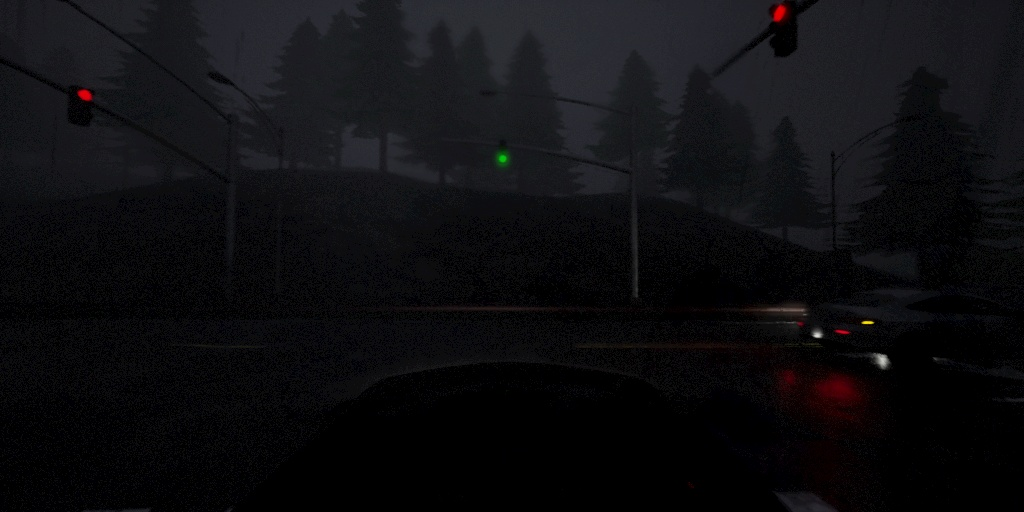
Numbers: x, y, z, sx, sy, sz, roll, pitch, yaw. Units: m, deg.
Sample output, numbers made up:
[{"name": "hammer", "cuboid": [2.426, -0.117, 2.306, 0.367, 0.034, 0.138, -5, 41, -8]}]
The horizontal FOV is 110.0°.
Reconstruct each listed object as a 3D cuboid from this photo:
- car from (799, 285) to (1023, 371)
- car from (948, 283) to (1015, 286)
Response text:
[{"name": "car", "cuboid": [8.592, 1.398, 7.322, 4.674, 1.442, 1.812, 1, -2, 2]}, {"name": "car", "cuboid": [13.842, 1.543, 10.712, 4.674, 1.442, 1.812, 1, -2, -2]}]
